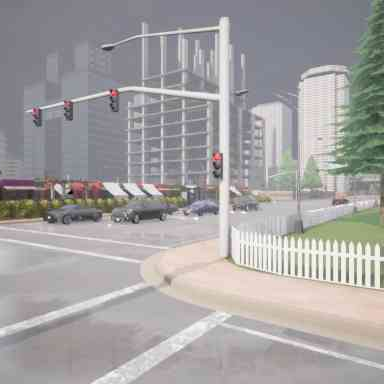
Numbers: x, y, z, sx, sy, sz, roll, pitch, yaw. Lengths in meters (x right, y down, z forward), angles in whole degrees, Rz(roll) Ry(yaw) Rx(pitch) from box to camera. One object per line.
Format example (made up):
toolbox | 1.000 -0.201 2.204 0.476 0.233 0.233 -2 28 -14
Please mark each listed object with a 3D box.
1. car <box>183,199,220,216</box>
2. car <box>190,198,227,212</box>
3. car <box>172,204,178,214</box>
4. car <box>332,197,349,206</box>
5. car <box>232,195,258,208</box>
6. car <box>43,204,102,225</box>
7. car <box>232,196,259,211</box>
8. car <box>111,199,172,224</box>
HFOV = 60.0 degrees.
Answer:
car | 0.994 1.526 32.459 1.812 1.442 4.674 0 0 34
car | 2.150 1.547 40.438 2.033 1.411 5.357 0 0 34
car | -3.488 1.547 32.098 2.033 1.411 5.357 0 0 34
car | 24.017 1.478 53.697 1.882 1.535 5.008 0 0 34
car | 7.846 1.352 48.796 2.097 1.767 4.553 0 0 34
car | -8.663 1.564 24.438 1.994 1.385 4.181 0 0 34
car | 6.623 1.505 40.790 1.837 1.490 4.892 0 0 34
car | -3.951 1.352 25.160 2.097 1.767 4.553 0 0 34
